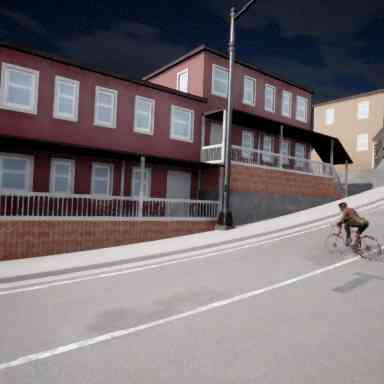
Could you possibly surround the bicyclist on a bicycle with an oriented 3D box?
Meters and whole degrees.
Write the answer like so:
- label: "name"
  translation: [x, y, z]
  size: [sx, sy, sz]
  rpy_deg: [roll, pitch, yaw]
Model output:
- label: "bicyclist on a bicycle"
  translation: [4.543, 1.116, 9.557]
  size: [0.582, 1.620, 1.656]
  rpy_deg: [-5, 1, -36]
